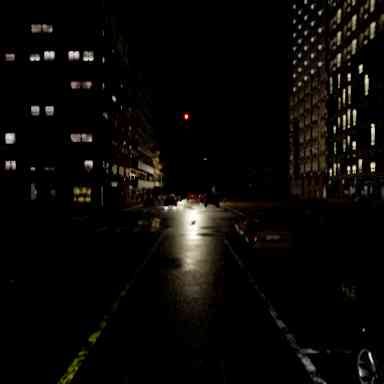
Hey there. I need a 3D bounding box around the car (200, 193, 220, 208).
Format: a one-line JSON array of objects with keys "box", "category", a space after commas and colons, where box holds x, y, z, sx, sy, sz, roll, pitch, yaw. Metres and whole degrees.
[{"box": [2.690, 1.164, 45.634, 2.192, 1.841, 5.009, 0, 0, 0], "category": "car"}]

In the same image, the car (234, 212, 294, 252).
[{"box": [2.688, 1.476, 13.391, 1.752, 1.417, 4.829, 0, 0, 0], "category": "car"}]

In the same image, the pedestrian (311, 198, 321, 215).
[{"box": [6.962, 1.220, 18.500, 0.375, 1.860, 0.375, 0, 0, 0], "category": "pedestrian"}]

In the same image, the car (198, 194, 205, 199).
[{"box": [2.696, 1.274, 95.543, 1.752, 1.417, 4.829, 0, 0, 0], "category": "car"}]

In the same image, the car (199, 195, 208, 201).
[{"box": [2.694, 1.321, 78.794, 1.887, 1.381, 4.507, 0, 0, 0], "category": "car"}]

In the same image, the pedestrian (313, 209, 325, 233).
[{"box": [6.967, 1.602, 17.881, 0.500, 1.100, 0.500, 0, 0, 0], "category": "pedestrian"}]

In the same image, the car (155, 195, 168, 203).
[{"box": [-5.688, 1.359, 62.214, 2.008, 1.369, 4.403, 0, 0, 0], "category": "car"}]

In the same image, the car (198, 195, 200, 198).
[{"box": [2.692, 1.113, 67.739, 2.192, 1.841, 5.009, 0, 0, 0], "category": "car"}]

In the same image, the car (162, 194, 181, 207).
[{"box": [-3.081, 1.388, 48.649, 2.033, 1.411, 5.357, 0, 0, 0], "category": "car"}]

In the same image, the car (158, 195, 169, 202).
[{"box": [-5.687, 1.342, 67.740, 1.887, 1.381, 4.507, 0, 0, 0], "category": "car"}]

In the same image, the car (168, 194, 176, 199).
[{"box": [-5.684, 1.274, 95.205, 1.752, 1.417, 4.829, 0, 0, 0], "category": "car"}]

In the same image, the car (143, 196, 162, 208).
[{"box": [-5.689, 1.399, 45.635, 2.008, 1.369, 4.403, 0, 0, 0], "category": "car"}]

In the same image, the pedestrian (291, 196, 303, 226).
[{"box": [6.034, 1.072, 19.099, 0.375, 1.860, 0.375, 0, 0, 0], "category": "pedestrian"}]

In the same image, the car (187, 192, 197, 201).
[{"box": [0.007, 1.010, 74.440, 2.150, 2.045, 5.566, 0, 0, 0], "category": "car"}]

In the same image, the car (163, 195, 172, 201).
[{"box": [-5.686, 1.359, 78.795, 1.802, 1.307, 4.206, 0, 0, 0], "category": "car"}]

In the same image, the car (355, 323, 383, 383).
[{"box": [2.686, 1.558, 1.956, 1.947, 1.339, 4.313, 0, 0, 0], "category": "car"}]

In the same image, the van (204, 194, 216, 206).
[{"box": [2.690, 1.175, 51.159, 1.690, 1.788, 3.998, 0, 0, 0], "category": "van"}]

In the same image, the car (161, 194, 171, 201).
[{"box": [-5.687, 1.227, 73.268, 1.967, 1.590, 4.097, 0, 0, 0], "category": "car"}]

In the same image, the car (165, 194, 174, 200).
[{"box": [-5.686, 1.207, 84.321, 1.967, 1.590, 4.097, 0, 0, 0], "category": "car"}]
